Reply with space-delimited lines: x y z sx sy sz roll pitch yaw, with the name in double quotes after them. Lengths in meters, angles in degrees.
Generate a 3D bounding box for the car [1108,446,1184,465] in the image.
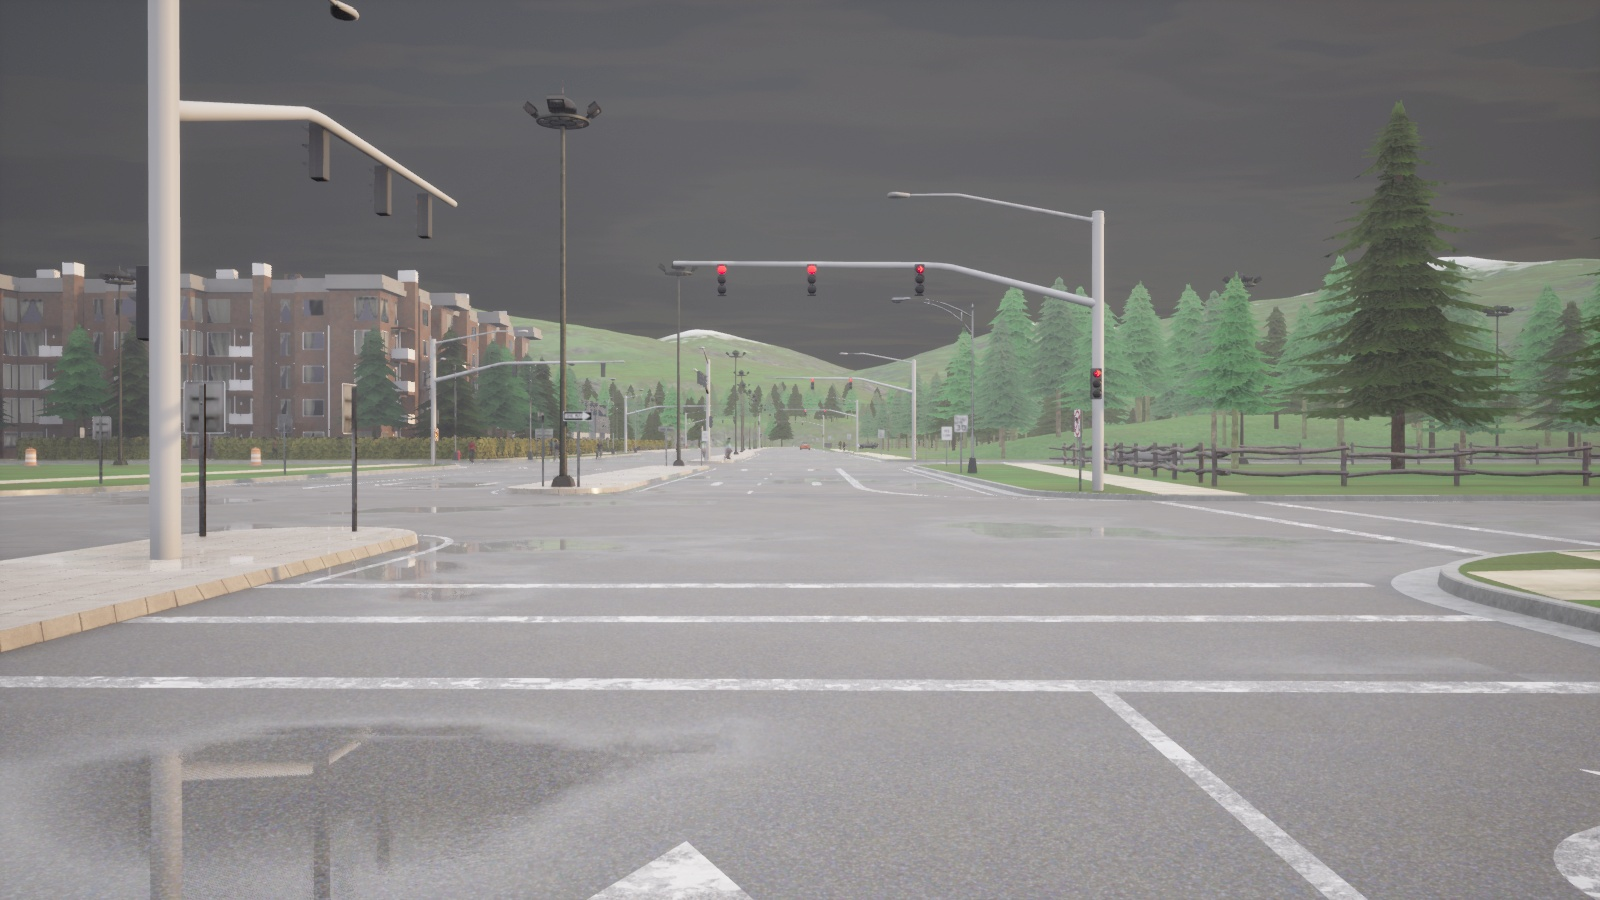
23.906 0.375 86.864 4.718 1.301 1.895 0 0 0 "car"
